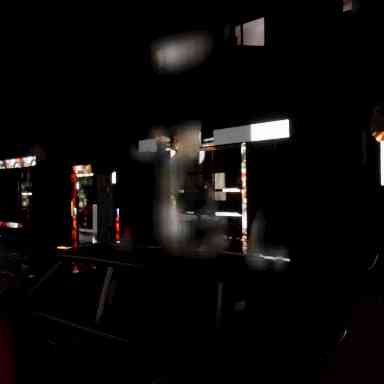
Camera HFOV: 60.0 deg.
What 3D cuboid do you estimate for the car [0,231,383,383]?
[{"bbox_3d":[-0.340,1.316,3.131,5.009,1.841,2.192,0,-1,35],"label":"car"}]
